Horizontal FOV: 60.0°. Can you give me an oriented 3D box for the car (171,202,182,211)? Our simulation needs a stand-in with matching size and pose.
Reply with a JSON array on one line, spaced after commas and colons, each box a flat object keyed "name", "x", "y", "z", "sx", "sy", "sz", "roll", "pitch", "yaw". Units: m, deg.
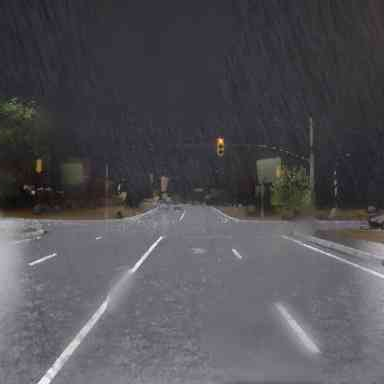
[{"name": "car", "x": -3.502, "y": 3.976, "z": 83.187, "sx": 2.033, "sy": 1.411, "sz": 5.357, "roll": 0, "pitch": 0, "yaw": 0}]

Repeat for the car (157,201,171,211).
[{"name": "car", "x": -7.002, "y": 3.792, "z": 83.204, "sx": 2.097, "sy": 1.767, "sz": 4.553, "roll": 0, "pitch": 0, "yaw": 0}]

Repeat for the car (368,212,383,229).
[{"name": "car", "x": 16.461, "y": 2.203, "z": 26.715, "sx": 4.181, "sy": 1.385, "sz": 1.994, "roll": 0, "pitch": -3, "yaw": -1}]
